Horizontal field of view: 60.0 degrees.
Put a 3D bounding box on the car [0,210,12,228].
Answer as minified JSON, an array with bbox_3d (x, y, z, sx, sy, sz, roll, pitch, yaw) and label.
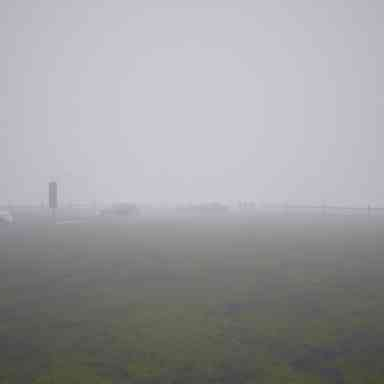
[{"bbox_3d":[-14.431,1.696,21.965,1.812,1.442,4.674,-1,-1,35],"label":"car"}]

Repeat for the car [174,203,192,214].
[{"bbox_3d":[-0.229,2.076,42.045,1.895,1.301,4.718,-1,-1,35],"label":"car"}]

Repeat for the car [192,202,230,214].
[{"bbox_3d":[2.701,1.984,41.094,2.033,1.411,5.357,-1,-1,35],"label":"car"}]

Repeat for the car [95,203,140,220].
[{"bbox_3d":[-7.156,1.819,32.259,2.128,1.511,4.902,-1,-2,35],"label":"car"}]
